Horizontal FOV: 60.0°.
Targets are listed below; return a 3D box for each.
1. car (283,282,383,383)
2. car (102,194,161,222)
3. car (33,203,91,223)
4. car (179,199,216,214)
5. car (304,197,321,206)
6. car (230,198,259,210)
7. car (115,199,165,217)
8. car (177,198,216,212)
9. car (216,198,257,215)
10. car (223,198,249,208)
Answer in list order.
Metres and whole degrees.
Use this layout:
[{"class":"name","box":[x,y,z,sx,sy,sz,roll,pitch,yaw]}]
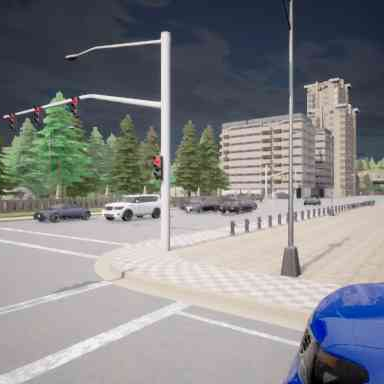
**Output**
[{"class":"car","box":[3.316,1.221,1.601,5.566,2.045,2.150,0,0,36]},{"class":"car","box":[-4.683,1.221,27.192,2.150,2.045,5.566,0,0,35]},{"class":"car","box":[-9.977,1.564,25.799,1.994,1.385,4.181,0,0,36]},{"class":"car","box":[1.082,1.492,35.271,2.128,1.511,4.902,0,0,36]},{"class":"car","box":[20.195,1.564,55.706,1.994,1.385,4.181,0,0,35]},{"class":"car","box":[6.909,1.564,43.412,1.994,1.385,4.181,0,0,36]},{"class":"car","box":[-5.012,1.491,32.758,2.128,1.511,4.902,0,0,35]},{"class":"car","box":[0.665,1.547,40.714,2.033,1.411,5.357,0,0,36]},{"class":"car","box":[4.698,1.601,33.970,1.895,1.301,4.718,0,0,35]},{"class":"car","box":[6.491,1.564,48.822,1.994,1.385,4.181,0,0,36]}]
